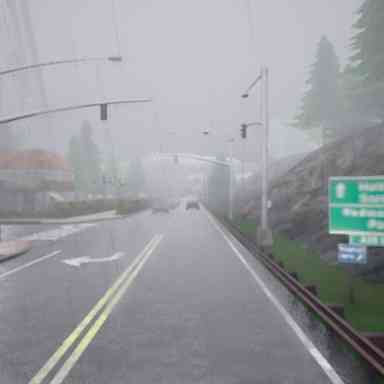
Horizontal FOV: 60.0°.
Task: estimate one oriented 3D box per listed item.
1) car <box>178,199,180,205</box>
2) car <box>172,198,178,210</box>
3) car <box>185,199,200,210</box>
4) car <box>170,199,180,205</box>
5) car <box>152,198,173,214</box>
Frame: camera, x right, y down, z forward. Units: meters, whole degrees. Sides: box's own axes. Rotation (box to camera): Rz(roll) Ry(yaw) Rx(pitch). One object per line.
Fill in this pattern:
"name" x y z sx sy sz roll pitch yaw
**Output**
"car" -3.518 1.913 60.441 1.882 1.535 5.008 0 0 0
"car" -3.579 1.709 49.539 2.097 1.767 4.553 0 0 0
"car" 0.090 1.865 49.933 1.837 1.490 4.892 0 0 0
"car" -3.514 2.109 71.262 1.895 1.301 4.718 0 0 0
"car" -3.599 1.790 39.403 1.837 1.490 4.892 0 -1 0
